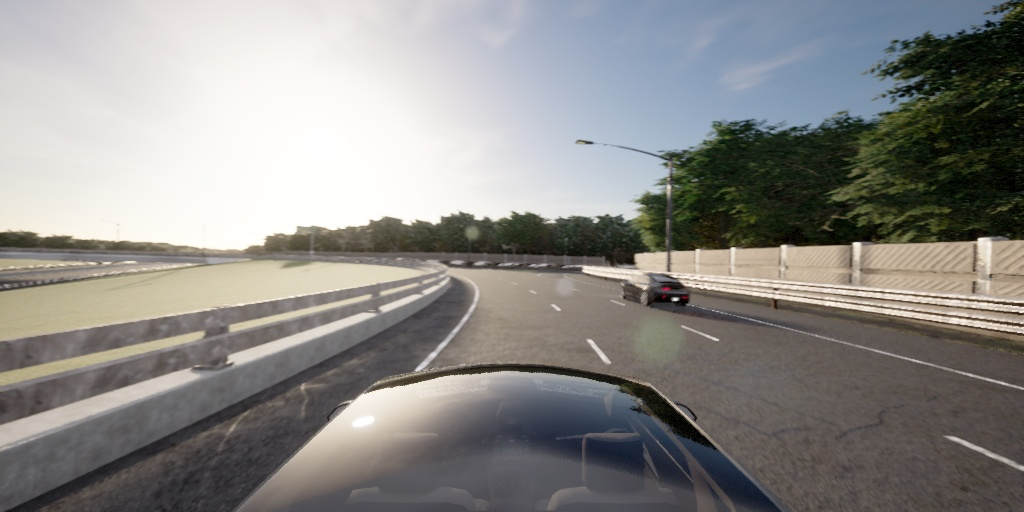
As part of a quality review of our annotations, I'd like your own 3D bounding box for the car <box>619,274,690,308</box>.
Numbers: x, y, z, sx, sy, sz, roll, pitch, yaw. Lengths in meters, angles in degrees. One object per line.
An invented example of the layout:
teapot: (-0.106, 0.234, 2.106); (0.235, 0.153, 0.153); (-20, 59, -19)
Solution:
car: (6.908, 1.628, 17.893); (1.837, 1.490, 4.892); (2, -1, -4)
